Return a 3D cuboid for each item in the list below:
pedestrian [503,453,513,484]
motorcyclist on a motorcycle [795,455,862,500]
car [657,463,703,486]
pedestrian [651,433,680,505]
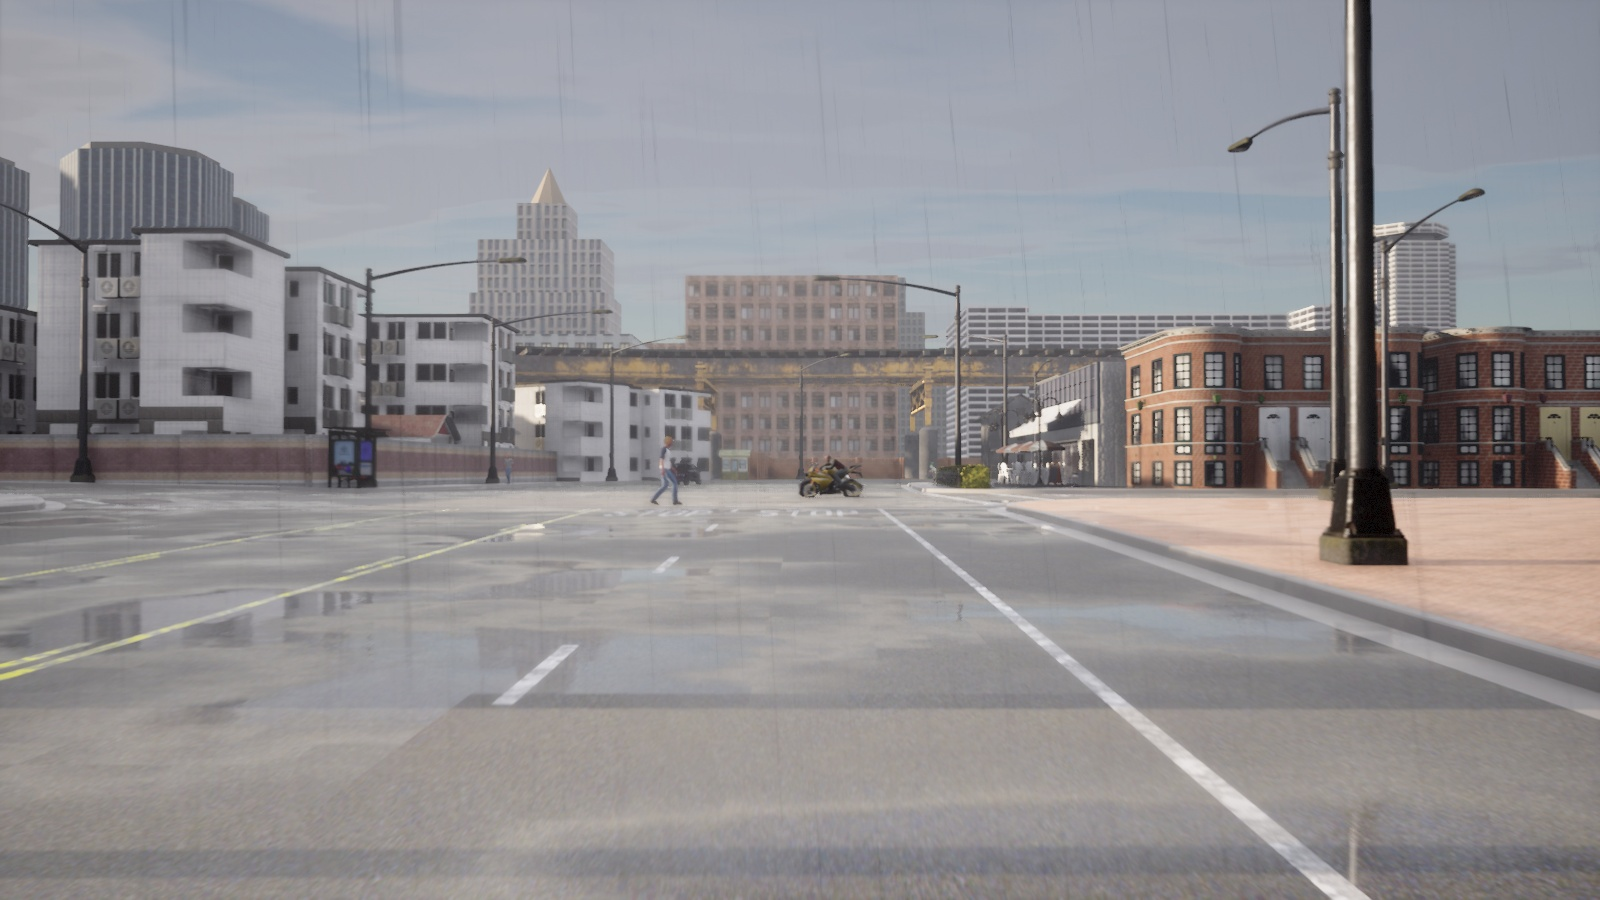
[{"bbox_3d":[-17.332,1.076,74.489,0.354,1.836,0.706,0,-1,4],"label":"pedestrian"},{"bbox_3d":[0.973,0.948,43.104,2.191,1.530,0.866,0,-1,-10],"label":"motorcyclist on a motorcycle"},{"bbox_3d":[-7.906,1.592,82.957,1.816,1.474,4.193,0,-1,13],"label":"car"},{"bbox_3d":[-3.468,0.482,32.361,0.706,1.836,0.354,0,-1,-3],"label":"pedestrian"}]
